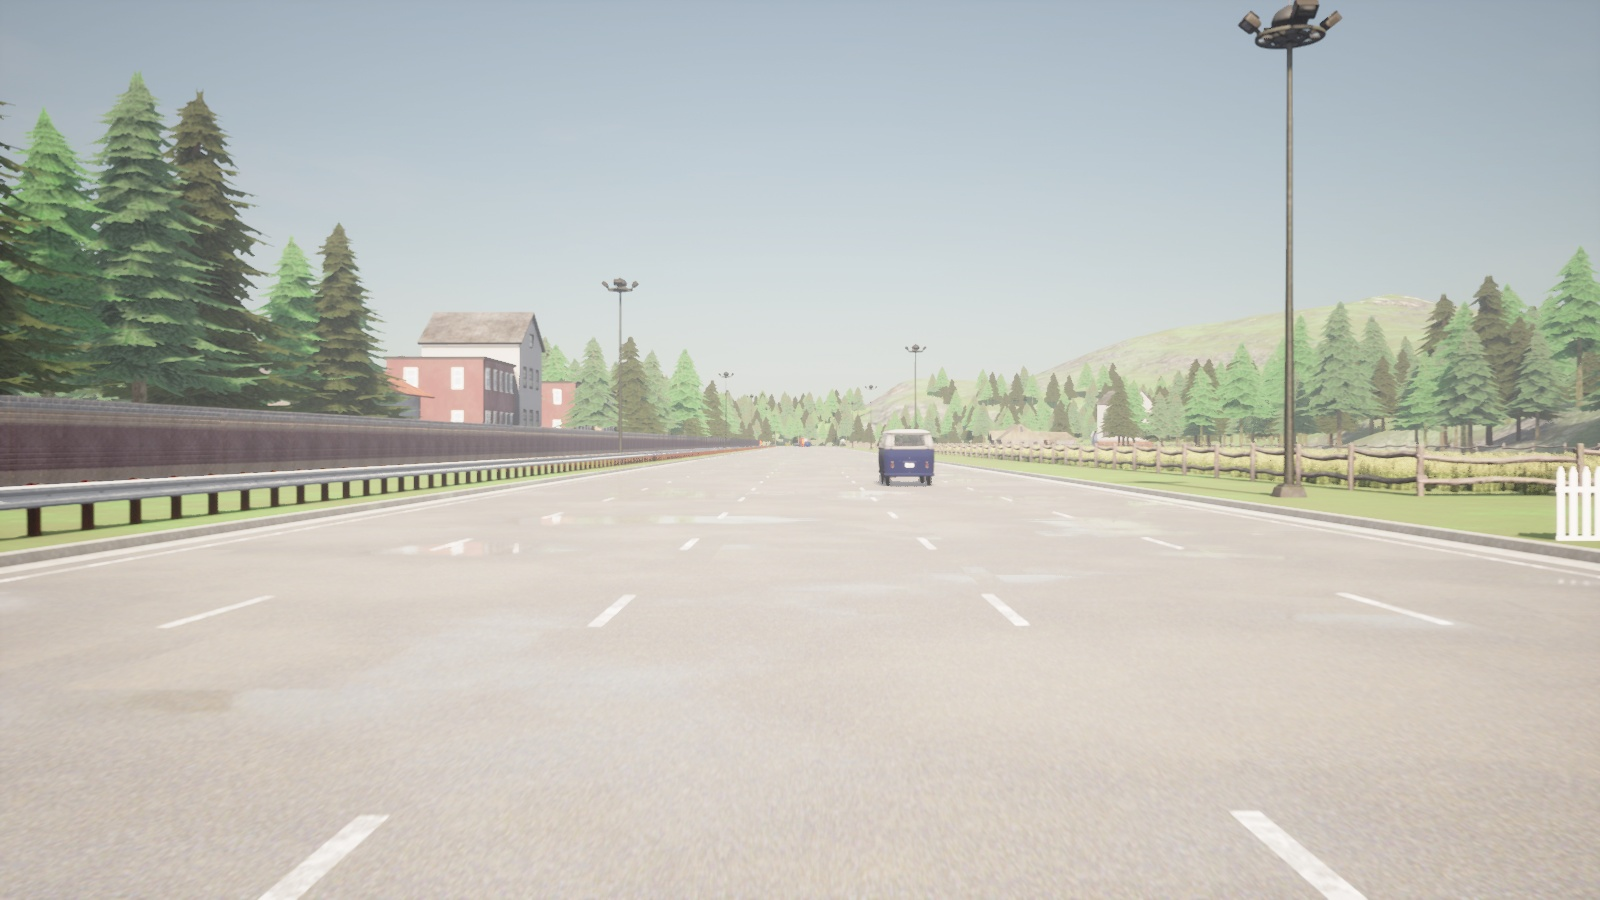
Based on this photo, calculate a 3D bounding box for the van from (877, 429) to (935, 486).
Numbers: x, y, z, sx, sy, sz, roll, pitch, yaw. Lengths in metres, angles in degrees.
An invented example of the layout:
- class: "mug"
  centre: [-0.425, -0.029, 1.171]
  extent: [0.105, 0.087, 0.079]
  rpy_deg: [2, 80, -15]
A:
- class: "van"
  centre: [3.777, 0.246, 45.367]
  extent: [1.775, 1.987, 4.442]
  rpy_deg: [0, 0, 0]
